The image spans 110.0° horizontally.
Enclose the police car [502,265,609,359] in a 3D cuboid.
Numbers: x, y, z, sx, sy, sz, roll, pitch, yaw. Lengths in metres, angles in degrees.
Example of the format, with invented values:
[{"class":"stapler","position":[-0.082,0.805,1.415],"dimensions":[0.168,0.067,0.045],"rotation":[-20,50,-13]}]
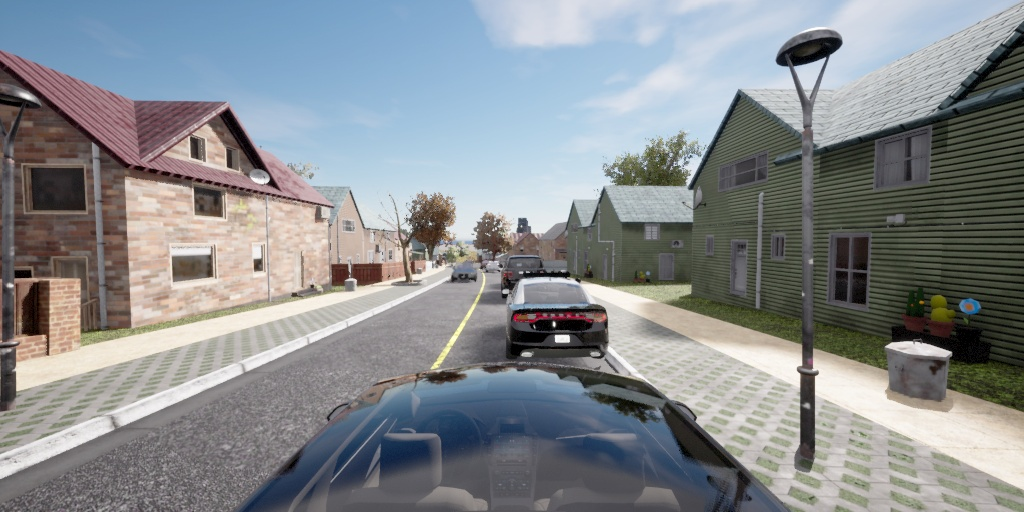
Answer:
[{"class":"police car","position":[0.799,1.174,8.547],"dimensions":[1.930,1.638,5.238],"rotation":[0,0,-1]}]

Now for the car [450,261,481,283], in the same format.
[{"class":"car","position":[-3.757,1.371,28.641],"dimensions":[1.994,1.385,4.181],"rotation":[0,0,-4]}]

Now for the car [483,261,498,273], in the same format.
[{"class":"car","position":[-2.540,1.410,47.603],"dimensions":[1.812,1.442,4.674],"rotation":[0,0,-6]}]

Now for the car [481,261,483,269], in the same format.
[{"class":"car","position":[-4.421,1.508,61.482],"dimensions":[1.812,1.442,4.674],"rotation":[0,0,-9]}]

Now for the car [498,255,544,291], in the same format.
[{"class":"car","position":[0.520,0.987,18.528],"dimensions":[2.150,2.045,5.566],"rotation":[0,0,-2]}]
